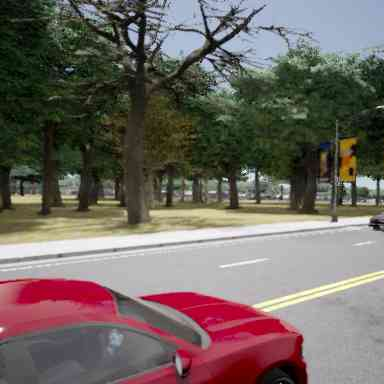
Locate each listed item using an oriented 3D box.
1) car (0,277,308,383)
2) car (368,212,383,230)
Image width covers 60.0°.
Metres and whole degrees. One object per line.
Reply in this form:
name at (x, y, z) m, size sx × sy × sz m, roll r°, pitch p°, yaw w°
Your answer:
car at (-1.150, 1.486, 2.646) m, size 5.008 × 1.535 × 1.882 m, roll 0°, pitch 0°, yaw -35°
car at (13.166, 1.634, 20.753) m, size 5.357 × 1.411 × 2.033 m, roll 0°, pitch 0°, yaw -35°
